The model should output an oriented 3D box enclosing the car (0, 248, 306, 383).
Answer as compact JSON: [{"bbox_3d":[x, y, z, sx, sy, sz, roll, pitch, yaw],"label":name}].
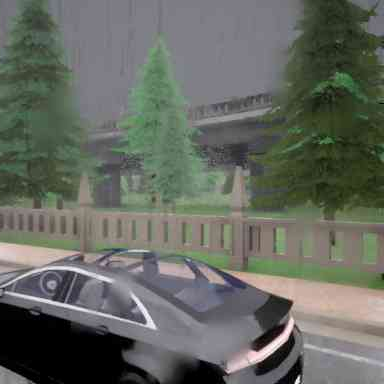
[{"bbox_3d":[-1.144,1.492,4.221,4.902,1.511,2.128,0,0,33],"label":"car"}]
